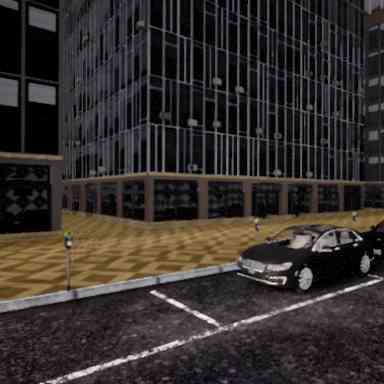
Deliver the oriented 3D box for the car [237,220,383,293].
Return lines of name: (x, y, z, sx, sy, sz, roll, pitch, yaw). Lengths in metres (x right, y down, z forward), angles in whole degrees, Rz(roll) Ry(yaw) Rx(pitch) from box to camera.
car: (3.131, 1.559, 8.792, 4.403, 1.369, 2.008, 0, 0, -36)
